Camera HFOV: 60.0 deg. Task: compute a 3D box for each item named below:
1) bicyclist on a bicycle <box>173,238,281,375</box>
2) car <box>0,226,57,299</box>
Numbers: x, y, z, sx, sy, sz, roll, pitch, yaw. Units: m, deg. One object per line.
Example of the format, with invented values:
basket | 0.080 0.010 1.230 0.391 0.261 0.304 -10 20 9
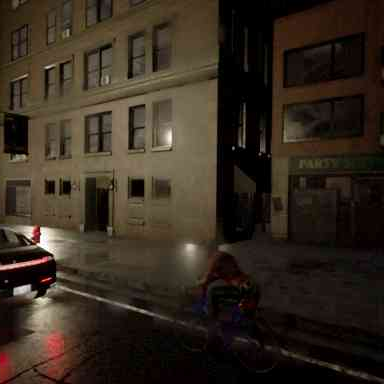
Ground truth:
bicyclist on a bicycle | 0.383 1.452 4.403 1.656 1.620 0.582 0 0 36
car | -4.908 1.489 7.230 4.902 1.511 2.128 0 0 36
